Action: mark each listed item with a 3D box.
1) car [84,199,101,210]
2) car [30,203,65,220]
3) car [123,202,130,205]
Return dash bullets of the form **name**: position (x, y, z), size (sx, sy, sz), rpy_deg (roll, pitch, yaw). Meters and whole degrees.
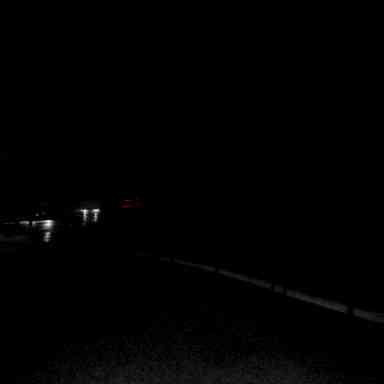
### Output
- **car**: position (-14.310, 1.734, 48.360), size (1.812, 1.442, 4.674), rpy_deg (-1, 1, -1)
- **car**: position (-13.946, 1.831, 32.246), size (1.837, 1.490, 4.892), rpy_deg (-1, 0, -1)
- **car**: position (-10.980, 1.575, 58.880), size (1.837, 1.490, 4.892), rpy_deg (-1, 0, -1)
